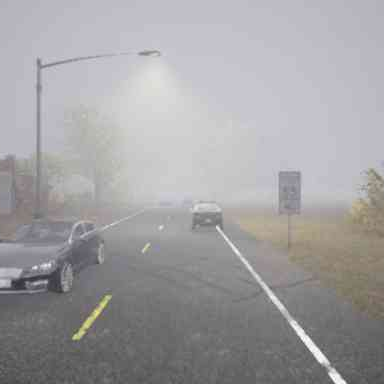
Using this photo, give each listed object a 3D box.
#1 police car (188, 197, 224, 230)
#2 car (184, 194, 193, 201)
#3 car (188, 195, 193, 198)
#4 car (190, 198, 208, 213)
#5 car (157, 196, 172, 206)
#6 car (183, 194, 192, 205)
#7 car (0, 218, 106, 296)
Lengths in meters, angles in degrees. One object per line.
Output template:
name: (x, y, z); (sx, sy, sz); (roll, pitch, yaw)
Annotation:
police car: (0.879, 1.383, 21.021); (1.930, 1.638, 5.238); (0, 0, -1)
car: (-0.698, 1.142, 72.523); (1.837, 1.490, 4.892); (0, 0, -1)
car: (0.774, 1.389, 31.101); (1.801, 1.575, 5.366); (0, 0, -1)
car: (0.713, 1.444, 36.911); (1.812, 1.442, 4.674); (0, 0, -1)
car: (-4.053, 1.404, 50.568); (1.812, 1.442, 4.674); (0, 0, 0)
car: (-0.519, 1.425, 54.711); (1.994, 1.385, 4.181); (0, 0, -1)
car: (-3.650, 1.478, 8.784); (2.128, 1.511, 4.902); (0, 0, 0)
